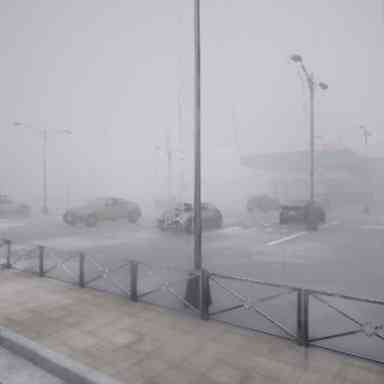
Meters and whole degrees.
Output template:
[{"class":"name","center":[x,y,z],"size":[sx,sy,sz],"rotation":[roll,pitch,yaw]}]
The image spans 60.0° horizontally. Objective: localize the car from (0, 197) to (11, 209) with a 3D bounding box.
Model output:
[{"class":"car","center":[-26.828,1.491,44.845],"size":[1.970,1.475,3.806],"rotation":[0,0,35]}]

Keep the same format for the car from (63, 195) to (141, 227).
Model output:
[{"class":"car","center":[-5.477,1.193,20.864],"size":[2.152,1.636,5.027],"rotation":[0,0,35]}]

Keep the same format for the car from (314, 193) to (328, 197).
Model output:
[{"class":"car","center":[14.406,1.089,37.704],"size":[1.905,1.878,3.866],"rotation":[0,0,35]}]

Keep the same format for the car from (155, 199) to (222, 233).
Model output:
[{"class":"car","center":[-0.062,1.257,17.404],"size":[1.970,1.475,3.806],"rotation":[0,0,35]}]

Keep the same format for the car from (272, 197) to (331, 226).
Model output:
[{"class":"car","center":[7.011,1.311,21.021],"size":[2.007,1.523,4.514],"rotation":[0,0,35]}]

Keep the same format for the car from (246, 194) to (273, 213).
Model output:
[{"class":"car","center":[7.164,1.121,33.202],"size":[1.932,1.855,4.605],"rotation":[0,0,35]}]

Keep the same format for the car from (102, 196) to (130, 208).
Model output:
[{"class":"car","center":[-10.683,1.394,46.840],"size":[1.845,1.501,3.633],"rotation":[0,0,35]}]

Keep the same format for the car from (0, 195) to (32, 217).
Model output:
[{"class":"car","center":[-15.898,1.145,28.287],"size":[1.905,1.878,3.866],"rotation":[0,0,35]}]

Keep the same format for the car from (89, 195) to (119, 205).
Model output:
[{"class":"car","center":[-15.880,1.427,59.963],"size":[2.152,1.636,5.027],"rotation":[0,0,35]}]

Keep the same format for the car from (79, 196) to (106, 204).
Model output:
[{"class":"car","center":[-18.465,1.443,61.740],"size":[2.007,1.523,4.514],"rotation":[0,0,35]}]

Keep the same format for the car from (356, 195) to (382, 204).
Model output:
[{"class":"car","center":[34.577,1.474,65.081],"size":[4.611,1.667,2.242],"rotation":[0,0,35]}]

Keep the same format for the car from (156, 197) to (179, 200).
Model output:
[{"class":"car","center":[-2.568,1.350,41.008],"size":[2.007,1.523,4.514],"rotation":[0,0,35]}]
